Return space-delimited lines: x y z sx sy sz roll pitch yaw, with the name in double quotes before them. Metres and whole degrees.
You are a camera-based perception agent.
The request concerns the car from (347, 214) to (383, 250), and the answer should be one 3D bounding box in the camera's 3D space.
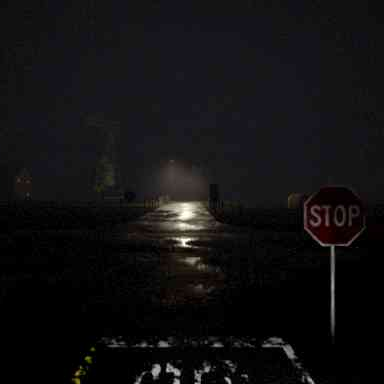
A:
"car" 7.859 1.637 14.057 4.181 1.385 1.994 1 -1 -1
